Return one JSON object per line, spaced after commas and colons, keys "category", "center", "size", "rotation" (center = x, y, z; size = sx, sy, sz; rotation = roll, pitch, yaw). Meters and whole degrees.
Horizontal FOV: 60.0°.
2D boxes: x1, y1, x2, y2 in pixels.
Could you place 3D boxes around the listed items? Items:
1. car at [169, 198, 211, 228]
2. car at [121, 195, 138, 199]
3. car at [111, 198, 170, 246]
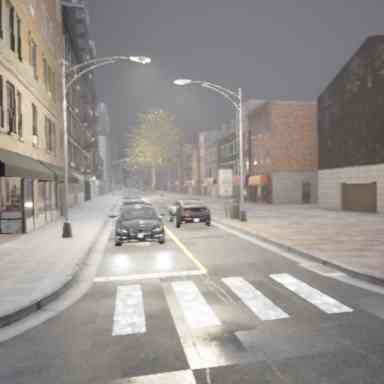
{"category": "car", "center": [-0.265, 1.097, 18.966], "size": [1.837, 1.490, 4.892], "rotation": [-1, 1, -11]}
{"category": "car", "center": [-4.132, 1.177, 23.274], "size": [1.895, 1.301, 4.718], "rotation": [-1, 1, -11]}
{"category": "car", "center": [-2.282, 1.245, 14.043], "size": [1.837, 1.490, 4.892], "rotation": [-1, 1, -11]}
